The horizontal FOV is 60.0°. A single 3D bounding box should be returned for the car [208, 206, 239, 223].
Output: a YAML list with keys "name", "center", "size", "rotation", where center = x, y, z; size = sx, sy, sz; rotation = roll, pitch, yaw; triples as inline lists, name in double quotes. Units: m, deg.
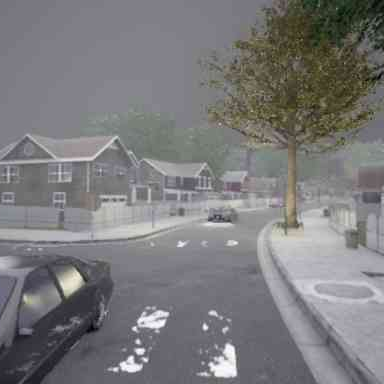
- name: "car"
  center: [2.815, 1.924, 29.516]
  size: [1.994, 1.385, 4.181]
  rotation: [0, -1, 20]

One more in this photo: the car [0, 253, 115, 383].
- name: "car"
  center: [-2.499, 1.598, 4.280]
  size: [2.033, 1.411, 5.357]
  rotation: [0, -1, 3]
